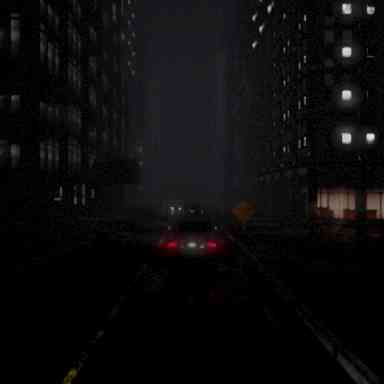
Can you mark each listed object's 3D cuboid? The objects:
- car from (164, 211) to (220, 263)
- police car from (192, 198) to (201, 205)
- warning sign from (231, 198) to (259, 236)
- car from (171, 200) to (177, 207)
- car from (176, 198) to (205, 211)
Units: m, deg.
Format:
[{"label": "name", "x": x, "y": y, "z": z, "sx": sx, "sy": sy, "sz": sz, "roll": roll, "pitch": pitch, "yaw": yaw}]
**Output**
[{"label": "car", "x": 0.014, "y": 1.669, "z": 12.512, "sx": 2.033, "sy": 1.411, "sz": 5.357, "roll": 0, "pitch": -1, "yaw": 0}, {"label": "police car", "x": 1.083, "y": 2.238, "z": 77.435, "sx": 1.930, "sy": 1.638, "sz": 5.238, "roll": 0, "pitch": -1, "yaw": 0}, {"label": "warning sign", "x": 2.736, "y": 1.283, "z": 17.310, "sx": 1.300, "sy": 1.860, "sz": 1.060, "roll": 1, "pitch": 0, "yaw": 0}, {"label": "car", "x": -2.997, "y": 2.191, "z": 64.538, "sx": 1.812, "sy": 1.442, "sz": 4.674, "roll": 0, "pitch": -1, "yaw": 1}, {"label": "car", "x": 0.032, "y": 1.631, "z": 28.405, "sx": 2.097, "sy": 1.767, "sz": 4.553, "roll": 0, "pitch": -1, "yaw": 1}]
